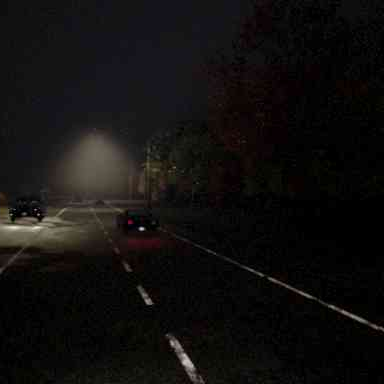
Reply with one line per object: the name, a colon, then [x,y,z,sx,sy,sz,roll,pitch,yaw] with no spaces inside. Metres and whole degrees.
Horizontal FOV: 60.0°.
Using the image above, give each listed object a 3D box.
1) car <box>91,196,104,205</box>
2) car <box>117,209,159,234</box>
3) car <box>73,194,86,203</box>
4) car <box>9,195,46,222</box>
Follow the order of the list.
car: [-17.571,1.772,62.620,1.895,1.301,4.718,1,0,-18]
car: [-3.402,1.692,20.028,1.895,1.301,4.718,1,0,-18]
car: [-24.960,1.631,72.927,1.837,1.490,4.892,1,0,-13]
car: [-13.073,1.234,26.828,2.150,2.045,5.566,1,0,-19]
